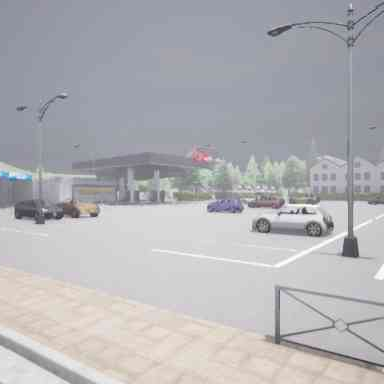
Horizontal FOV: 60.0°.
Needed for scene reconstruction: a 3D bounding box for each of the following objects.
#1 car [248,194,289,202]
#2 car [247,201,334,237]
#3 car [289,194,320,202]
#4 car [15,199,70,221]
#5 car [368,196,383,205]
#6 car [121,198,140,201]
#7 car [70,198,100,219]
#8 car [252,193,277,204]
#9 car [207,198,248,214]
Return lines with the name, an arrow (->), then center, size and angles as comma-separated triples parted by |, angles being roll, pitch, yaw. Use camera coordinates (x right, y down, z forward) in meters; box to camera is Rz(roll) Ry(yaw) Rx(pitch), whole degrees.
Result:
car -> 9.141, 1.296, 41.080 | 4.514, 1.523, 2.007 | 0, 0, 36
car -> 5.048, 1.382, 16.862 | 3.806, 1.475, 1.970 | 0, 0, 36
car -> 17.049, 1.096, 50.731 | 4.605, 1.855, 1.932 | 0, 0, 36
car -> -11.758, 1.338, 25.403 | 4.514, 1.523, 2.007 | 0, 0, 36
car -> 29.228, 1.297, 50.448 | 4.514, 1.523, 2.007 | 0, 0, 36
car -> -14.539, 1.479, 78.478 | 2.242, 1.667, 4.611 | 0, 0, 36
car -> -9.953, 1.329, 27.969 | 5.027, 1.636, 2.152 | 0, 0, 36
car -> 12.624, 1.076, 58.019 | 3.866, 1.878, 1.905 | 0, 0, 36
car -> 3.224, 1.318, 33.027 | 3.633, 1.501, 1.845 | 0, 0, 36
